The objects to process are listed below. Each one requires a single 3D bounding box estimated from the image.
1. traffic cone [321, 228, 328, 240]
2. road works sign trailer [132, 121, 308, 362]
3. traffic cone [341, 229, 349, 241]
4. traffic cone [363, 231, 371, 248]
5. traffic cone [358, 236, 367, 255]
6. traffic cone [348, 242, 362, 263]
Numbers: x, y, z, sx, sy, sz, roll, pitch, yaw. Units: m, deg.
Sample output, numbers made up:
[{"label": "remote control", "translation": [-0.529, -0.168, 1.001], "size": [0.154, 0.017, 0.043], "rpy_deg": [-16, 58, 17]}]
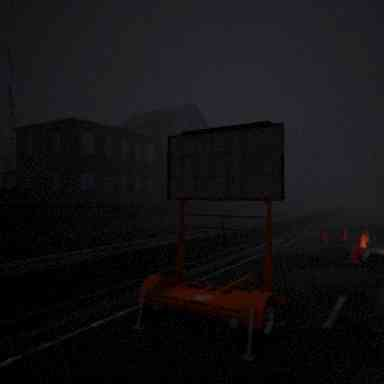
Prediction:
[{"label": "traffic cone", "translation": [7.047, 2.224, 17.670], "size": [0.340, 0.580, 0.340], "rpy_deg": [0, -1, 32]}, {"label": "road works sign trailer", "translation": [0.653, 0.562, 6.363], "size": [2.380, 3.560, 2.880], "rpy_deg": [0, -1, 32]}, {"label": "traffic cone", "translation": [7.898, 2.217, 17.144], "size": [0.340, 0.580, 0.340], "rpy_deg": [0, -1, 32]}, {"label": "traffic cone", "translation": [7.698, 2.184, 14.918], "size": [0.340, 0.580, 0.340], "rpy_deg": [0, -1, 32]}, {"label": "traffic cone", "translation": [6.647, 2.158, 13.216], "size": [0.340, 0.580, 0.340], "rpy_deg": [0, -1, 32]}, {"label": "traffic cone", "translation": [5.596, 2.132, 11.515], "size": [0.340, 0.580, 0.340], "rpy_deg": [0, -1, 32]}]
